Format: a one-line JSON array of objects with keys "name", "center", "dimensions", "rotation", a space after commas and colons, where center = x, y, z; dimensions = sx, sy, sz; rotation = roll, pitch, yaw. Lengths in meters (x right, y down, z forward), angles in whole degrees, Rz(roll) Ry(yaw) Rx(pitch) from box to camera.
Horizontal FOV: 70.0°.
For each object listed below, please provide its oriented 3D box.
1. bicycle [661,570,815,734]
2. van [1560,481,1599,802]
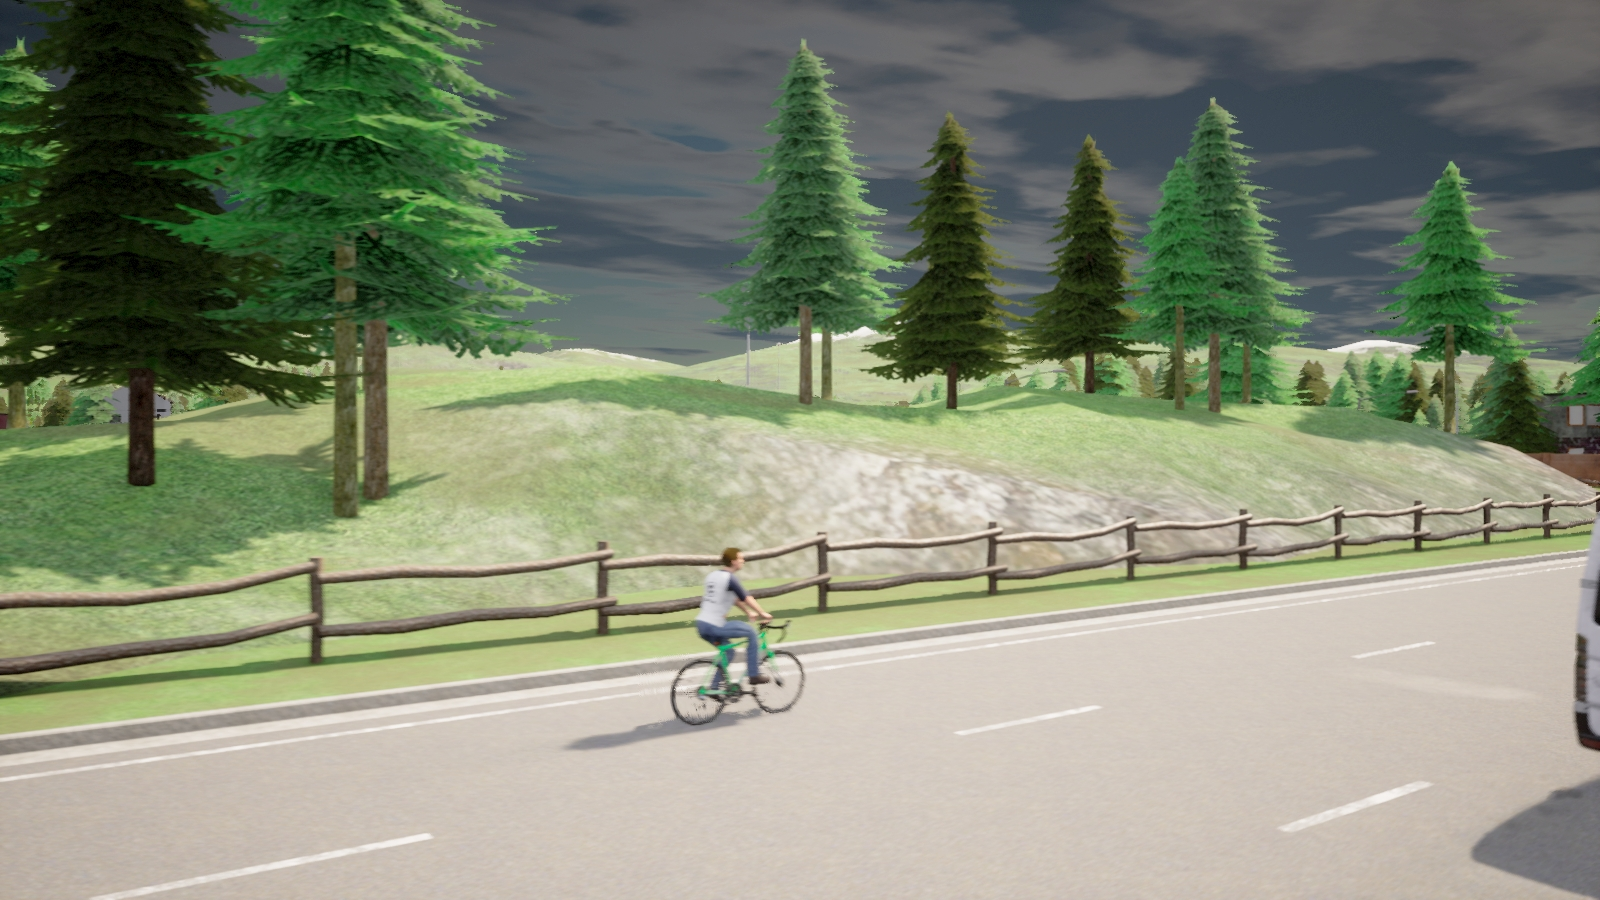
[{"name": "bicycle", "center": [-0.627, 2.061, 11.907], "dimensions": [1.643, 1.496, 0.373], "rotation": [1, 0, -35]}, {"name": "van", "center": [9.249, 1.545, 10.299], "dimensions": [5.915, 2.561, 1.988], "rotation": [0, 0, -35]}]
